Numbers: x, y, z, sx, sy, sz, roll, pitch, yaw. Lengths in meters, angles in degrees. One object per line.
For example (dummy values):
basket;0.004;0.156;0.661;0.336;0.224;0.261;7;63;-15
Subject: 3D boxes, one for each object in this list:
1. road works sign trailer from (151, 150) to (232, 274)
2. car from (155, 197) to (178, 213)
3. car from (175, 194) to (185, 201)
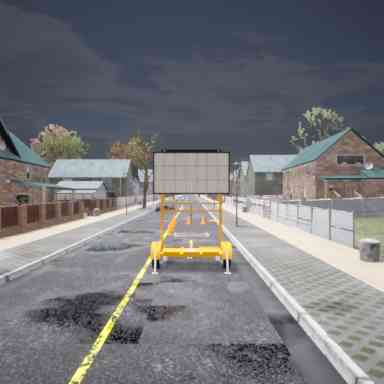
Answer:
road works sign trailer;-0.021;0.468;10.528;2.380;3.560;2.880;0;0;0
car;-2.925;1.568;36.787;1.994;1.385;4.181;0;0;0
car;-2.916;1.210;80.731;2.150;2.045;5.566;0;0;0
